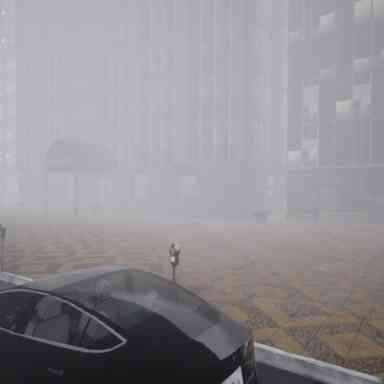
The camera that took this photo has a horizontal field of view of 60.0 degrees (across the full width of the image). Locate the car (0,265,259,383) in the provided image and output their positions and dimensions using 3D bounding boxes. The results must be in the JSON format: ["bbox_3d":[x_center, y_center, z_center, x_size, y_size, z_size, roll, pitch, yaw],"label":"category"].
[{"bbox_3d":[-1.374,1.565,3.835,4.313,1.339,1.947,0,1,35],"label":"car"}]
